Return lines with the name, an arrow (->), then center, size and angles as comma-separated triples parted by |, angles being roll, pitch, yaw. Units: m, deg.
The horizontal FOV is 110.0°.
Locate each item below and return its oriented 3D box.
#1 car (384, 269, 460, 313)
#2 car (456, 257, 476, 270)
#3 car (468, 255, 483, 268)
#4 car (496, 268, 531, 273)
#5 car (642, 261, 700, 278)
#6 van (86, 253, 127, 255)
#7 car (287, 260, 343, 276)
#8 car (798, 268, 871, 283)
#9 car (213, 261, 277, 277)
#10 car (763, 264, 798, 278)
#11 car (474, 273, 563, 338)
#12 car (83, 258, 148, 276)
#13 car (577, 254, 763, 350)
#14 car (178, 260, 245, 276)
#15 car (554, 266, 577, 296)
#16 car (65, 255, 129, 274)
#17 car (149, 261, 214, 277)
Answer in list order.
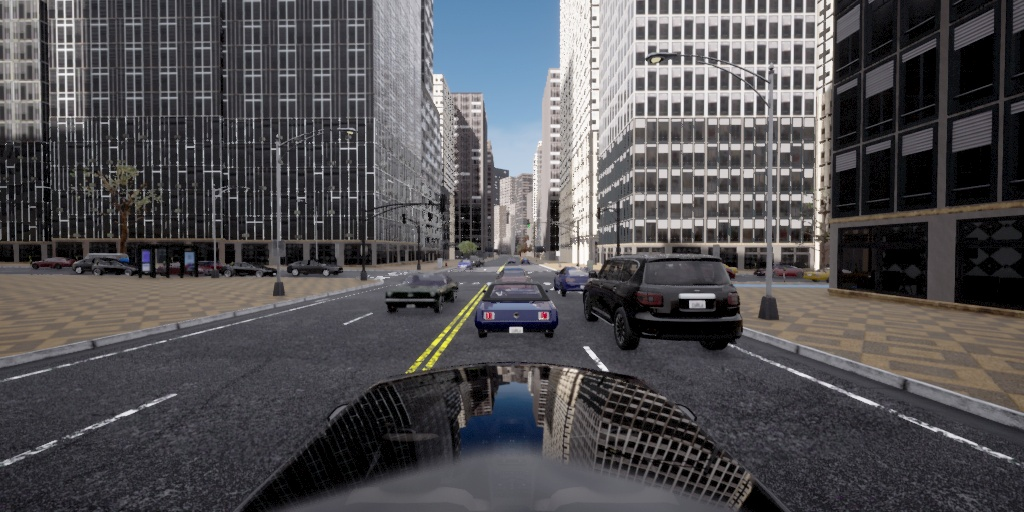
car -> -3.335, 1.344, 14.031 | 1.895, 1.301, 4.718 | 0, 0, 0
car -> -6.638, 1.239, 51.162 | 1.812, 1.442, 4.674 | 0, 0, -2
car -> -6.632, 0.922, 61.125 | 2.150, 2.045, 5.566 | 0, 0, 0
car -> 0.084, 1.304, 19.033 | 1.994, 1.385, 4.181 | 0, 0, 0
car -> 16.059, 1.336, 36.405 | 5.008, 1.535, 1.882 | 0, 1, 0
van -> -45.325, 0.603, 40.060 | 3.998, 1.789, 1.690 | 0, 0, 1
car -> -18.470, 1.106, 33.738 | 4.892, 1.490, 1.837 | 1, 1, 1
car -> 27.613, 1.577, 30.440 | 4.829, 1.417, 1.751 | 0, 0, 1
car -> -22.761, 1.172, 31.115 | 4.313, 1.339, 1.948 | 0, 0, 1
car -> 26.911, 1.517, 36.232 | 4.181, 1.385, 1.994 | 0, 1, 1
car -> 0.093, 1.347, 10.138 | 1.895, 1.301, 4.718 | 0, 0, 0
car -> -34.126, 1.068, 31.410 | 4.313, 1.339, 1.948 | 0, 0, 1
car -> 3.343, 0.968, 9.175 | 2.150, 2.045, 5.566 | 0, 0, 0
car -> -28.351, 1.112, 33.931 | 4.718, 1.301, 1.895 | 1, 1, 1
car -> 3.333, 1.266, 18.982 | 1.812, 1.442, 4.674 | 0, 0, 0
car -> -38.789, 0.921, 34.139 | 4.892, 1.490, 1.837 | 1, 1, 1
car -> -28.445, 1.137, 31.243 | 4.207, 1.307, 1.802 | 0, 0, 1
